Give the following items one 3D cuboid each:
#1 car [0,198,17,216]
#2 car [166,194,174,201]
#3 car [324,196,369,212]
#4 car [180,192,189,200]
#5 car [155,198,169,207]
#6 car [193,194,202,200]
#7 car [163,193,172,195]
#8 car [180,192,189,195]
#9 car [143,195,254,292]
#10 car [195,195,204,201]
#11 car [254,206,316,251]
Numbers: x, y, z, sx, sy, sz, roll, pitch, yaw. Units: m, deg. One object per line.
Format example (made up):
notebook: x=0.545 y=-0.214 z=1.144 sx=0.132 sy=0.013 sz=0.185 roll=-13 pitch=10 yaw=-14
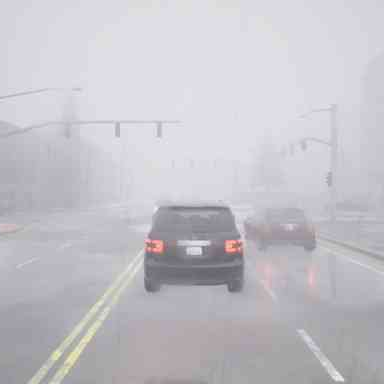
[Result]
car: x=-19.783 y=1.350 z=32.516 sx=4.553 sy=1.767 sz=2.097 roll=0 pitch=0 yaw=-1
car: x=-5.366 y=1.378 z=82.372 sx=1.882 sy=1.535 sz=5.008 roll=0 pitch=0 yaw=-1
car: x=17.465 y=1.350 z=37.700 sx=4.553 sy=1.767 sz=2.097 roll=0 pitch=0 yaw=-2
car: x=-2.063 y=1.135 z=90.498 sx=2.150 sy=2.045 sz=5.566 roll=0 pitch=0 yaw=-1
car: x=-4.717 y=1.598 z=52.205 sx=1.895 sy=1.301 sz=4.718 roll=0 pitch=0 yaw=-1
car: x=1.436 y=1.434 z=90.551 sx=2.128 sy=1.511 sz=4.902 roll=0 pitch=0 yaw=-1
car: x=-5.008 y=1.217 z=66.782 sx=2.150 sy=2.045 sz=5.566 roll=0 pitch=0 yaw=-1
car: x=-1.814 y=1.491 z=80.269 sx=1.837 sy=1.490 sz=4.892 roll=0 pitch=0 yaw=-1
car: x=0.051 y=1.221 z=9.035 sx=2.150 sy=2.045 sz=5.566 roll=0 pitch=0 yaw=0
car: x=1.679 y=1.542 z=80.576 sx=1.994 sy=1.385 sz=4.181 roll=0 pitch=0 yaw=-1
car: x=3.531 y=1.351 z=14.214 sx=2.097 sy=1.767 sz=4.553 roll=0 pitch=0 yaw=0
